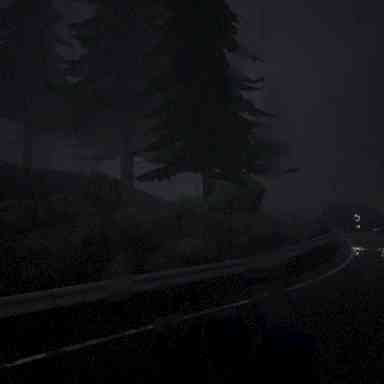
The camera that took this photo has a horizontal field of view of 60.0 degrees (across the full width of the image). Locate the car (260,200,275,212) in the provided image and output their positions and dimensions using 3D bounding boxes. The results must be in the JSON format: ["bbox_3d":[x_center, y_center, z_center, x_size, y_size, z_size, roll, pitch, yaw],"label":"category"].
[{"bbox_3d":[6.311,1.448,34.719,1.882,1.535,5.008,0,0,-37],"label":"car"}]

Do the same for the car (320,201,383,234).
[{"bbox_3d":[9.176,1.330,19.062,2.097,1.767,4.553,0,0,-3],"label":"car"}]
